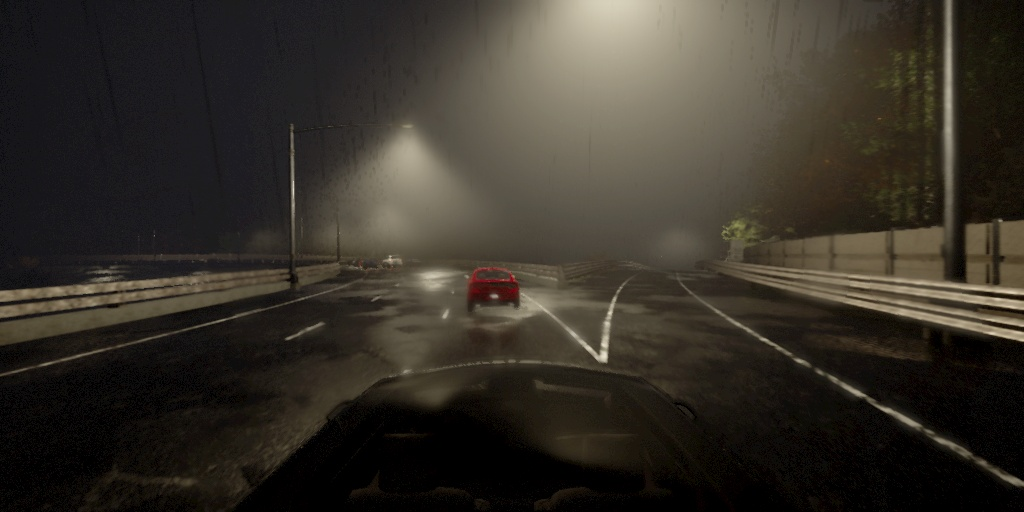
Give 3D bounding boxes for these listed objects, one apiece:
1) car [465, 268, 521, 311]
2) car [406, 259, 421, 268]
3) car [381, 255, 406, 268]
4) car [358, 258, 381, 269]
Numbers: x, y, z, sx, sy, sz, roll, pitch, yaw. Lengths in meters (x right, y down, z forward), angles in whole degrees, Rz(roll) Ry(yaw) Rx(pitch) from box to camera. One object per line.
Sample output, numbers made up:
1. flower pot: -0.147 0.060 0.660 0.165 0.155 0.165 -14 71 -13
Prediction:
1. car: -0.835 1.202 14.380 1.882 1.535 5.008 0 0 -7
2. car: -17.130 1.174 61.353 2.128 1.511 4.902 -1 0 -34
3. car: -19.604 0.935 58.741 2.150 2.045 5.566 -1 0 -31
4. car: -22.552 1.275 56.630 1.812 1.442 4.674 -1 0 -31
